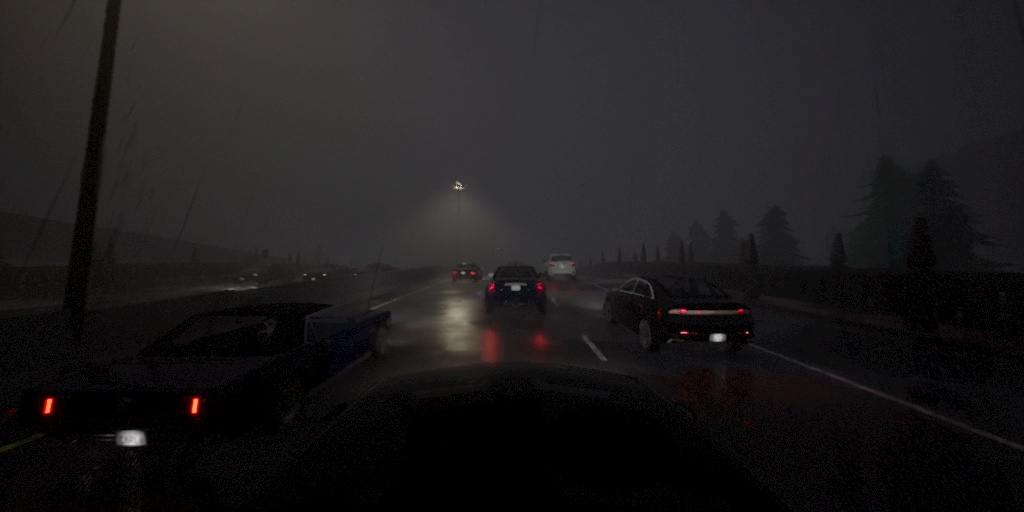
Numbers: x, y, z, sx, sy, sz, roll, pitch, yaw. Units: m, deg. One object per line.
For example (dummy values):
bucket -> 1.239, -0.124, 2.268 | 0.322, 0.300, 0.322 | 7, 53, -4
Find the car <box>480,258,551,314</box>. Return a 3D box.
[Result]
car -> 0.143, 1.046, 13.712 | 2.097, 1.767, 4.553 | 0, 0, 0

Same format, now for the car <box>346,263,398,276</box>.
car -> -10.413, 1.228, 27.886 | 2.033, 1.411, 5.357 | 0, 0, 1

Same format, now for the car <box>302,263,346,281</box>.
car -> -13.913, 1.241, 27.920 | 2.033, 1.411, 5.357 | 0, 0, 1

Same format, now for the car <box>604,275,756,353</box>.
car -> 3.605, 1.196, 8.674 | 2.128, 1.511, 4.902 | 0, 0, 0

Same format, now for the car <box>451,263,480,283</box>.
car -> -3.259, 1.200, 26.720 | 2.033, 1.411, 5.357 | 0, 0, 0

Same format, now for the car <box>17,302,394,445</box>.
car -> -3.419, 1.347, 5.457 | 1.895, 1.301, 4.718 | 0, 0, 0

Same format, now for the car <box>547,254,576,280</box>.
car -> 3.770, 0.855, 29.105 | 2.150, 2.045, 5.566 | 0, 0, 1

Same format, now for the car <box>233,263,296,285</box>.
car -> -17.443, 1.232, 25.562 | 1.812, 1.442, 4.674 | 0, 0, 1
